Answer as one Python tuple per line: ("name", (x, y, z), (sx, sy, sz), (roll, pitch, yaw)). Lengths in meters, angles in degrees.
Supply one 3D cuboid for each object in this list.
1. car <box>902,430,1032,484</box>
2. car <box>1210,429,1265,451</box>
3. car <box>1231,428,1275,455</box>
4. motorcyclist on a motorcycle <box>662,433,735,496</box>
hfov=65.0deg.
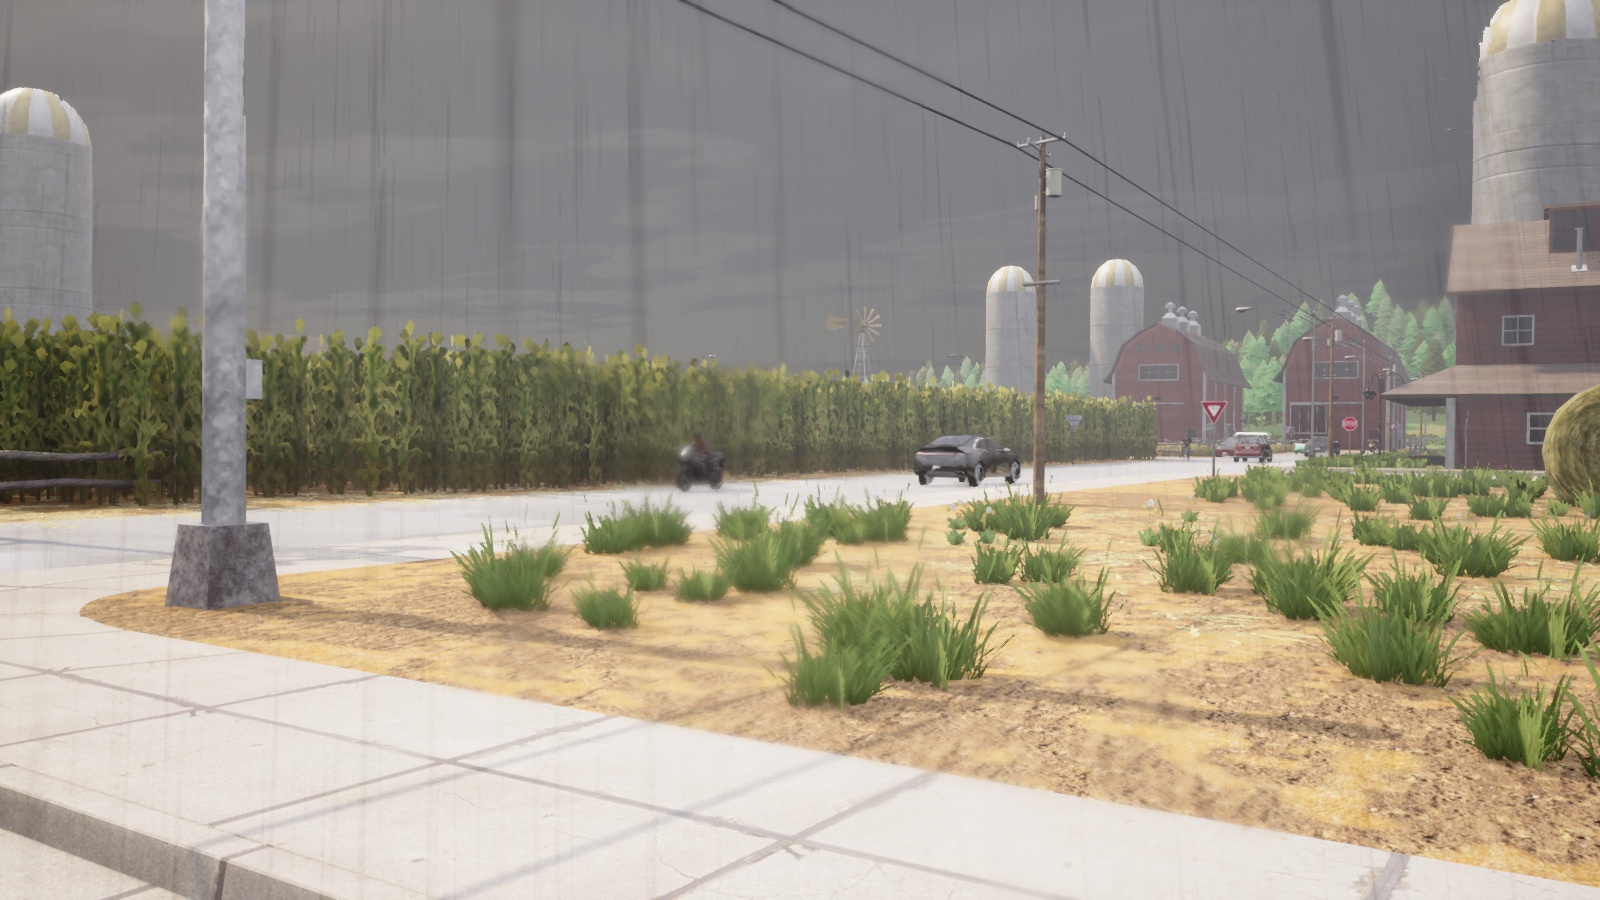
("car", (5.112, 0.161, 37.749), (2.128, 1.511, 4.902), (0, 1, 31))
("car", (31.230, -0.740, 89.610), (2.163, 1.488, 4.792), (0, 1, 40))
("car", (27.069, -0.524, 74.988), (1.789, 1.549, 3.705), (0, 1, 30))
("motorcyclist on a motorcycle", (-2.532, 0.339, 31.675), (0.797, 1.523, 2.044), (0, 1, 31))
